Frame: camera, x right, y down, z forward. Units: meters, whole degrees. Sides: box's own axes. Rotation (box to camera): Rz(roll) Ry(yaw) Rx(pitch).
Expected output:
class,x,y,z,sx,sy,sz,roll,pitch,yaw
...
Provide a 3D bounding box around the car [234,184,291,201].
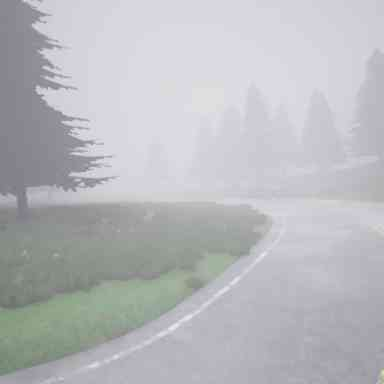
class,x,y,z,sx,sy,sz,roll,pitch,yaw
car,5.987,0.024,29.057,2.033,1.411,5.357,-5,2,-35
